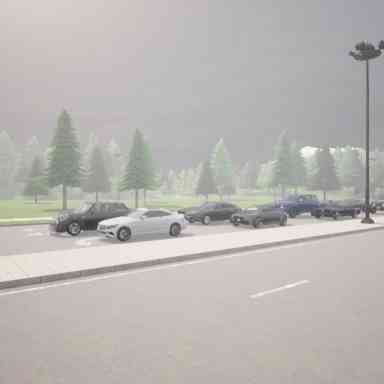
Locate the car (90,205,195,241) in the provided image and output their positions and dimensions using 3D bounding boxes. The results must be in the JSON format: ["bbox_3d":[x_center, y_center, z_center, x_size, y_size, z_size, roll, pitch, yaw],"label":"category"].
[{"bbox_3d":[-2.392,1.526,16.741,4.674,1.442,1.812,0,0,-38],"label":"car"}]

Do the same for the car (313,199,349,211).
[{"bbox_3d":[17.050,1.601,40.711,4.718,1.301,1.895,0,0,-37],"label":"car"}]

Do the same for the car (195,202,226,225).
[{"bbox_3d":[1.640,1.505,24.340,4.892,1.490,1.837,0,0,-38],"label":"car"}]

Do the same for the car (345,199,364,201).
[{"bbox_3d":[17.626,1.505,36.749,4.892,1.490,1.837,0,0,-37],"label":"car"}]

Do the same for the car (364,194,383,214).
[{"bbox_3d":[20.607,1.221,34.623,5.566,2.045,2.150,0,0,-38],"label":"car"}]

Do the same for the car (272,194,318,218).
[{"bbox_3d":[9.518,1.221,30.501,5.566,2.045,2.150,0,0,-38],"label":"car"}]

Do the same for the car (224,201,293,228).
[{"bbox_3d":[4.469,1.564,22.119,4.181,1.385,1.994,0,0,-39],"label":"car"}]

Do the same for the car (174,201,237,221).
[{"bbox_3d":[1.262,1.547,28.489,5.357,1.411,2.033,0,0,-38],"label":"car"}]

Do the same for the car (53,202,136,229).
[{"bbox_3d":[-6.471,1.478,22.436,5.008,1.535,1.882,0,0,-38],"label":"car"}]

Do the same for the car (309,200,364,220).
[{"bbox_3d":[12.295,1.601,28.219,4.718,1.301,1.895,0,0,-38],"label":"car"}]

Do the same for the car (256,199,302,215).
[{"bbox_3d":[9.082,1.491,34.594,4.902,1.511,2.128,0,0,-38],"label":"car"}]

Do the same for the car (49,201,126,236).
[{"bbox_3d":[-5.548,1.352,18.716,4.553,1.767,2.097,0,0,-38],"label":"car"}]
